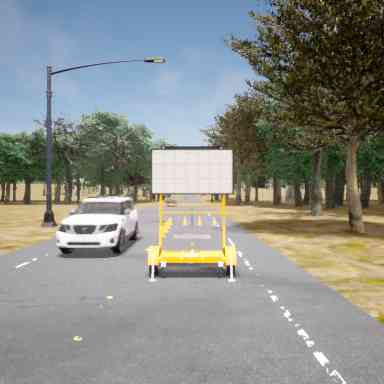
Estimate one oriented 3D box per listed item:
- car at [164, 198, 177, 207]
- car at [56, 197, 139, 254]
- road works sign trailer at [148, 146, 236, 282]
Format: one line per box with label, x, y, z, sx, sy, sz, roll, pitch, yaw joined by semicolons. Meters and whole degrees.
car;-3.585;1.758;55.615;1.994;1.385;4.181;0;-1;0
car;-3.598;1.228;13.785;2.150;2.045;5.566;0;0;0
road works sign trailer;0.008;0.468;9.784;2.380;3.560;2.880;0;0;0
